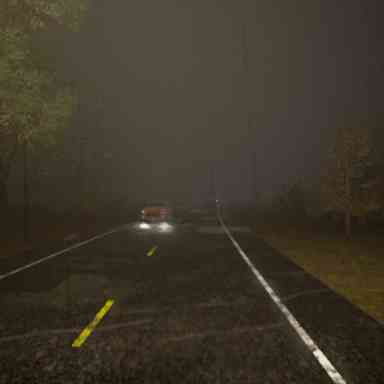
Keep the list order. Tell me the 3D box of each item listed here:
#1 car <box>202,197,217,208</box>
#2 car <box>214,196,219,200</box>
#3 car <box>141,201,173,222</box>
[{"bbox_3d":[2.660,1.912,54.353,1.994,1.385,4.181,0,0,5],"label":"car"},{"bbox_3d":[4.062,1.987,69.263,1.994,1.385,4.181,0,0,7],"label":"car"},{"bbox_3d":[-2.894,1.545,28.197,2.097,1.767,4.553,0,-1,4],"label":"car"}]
